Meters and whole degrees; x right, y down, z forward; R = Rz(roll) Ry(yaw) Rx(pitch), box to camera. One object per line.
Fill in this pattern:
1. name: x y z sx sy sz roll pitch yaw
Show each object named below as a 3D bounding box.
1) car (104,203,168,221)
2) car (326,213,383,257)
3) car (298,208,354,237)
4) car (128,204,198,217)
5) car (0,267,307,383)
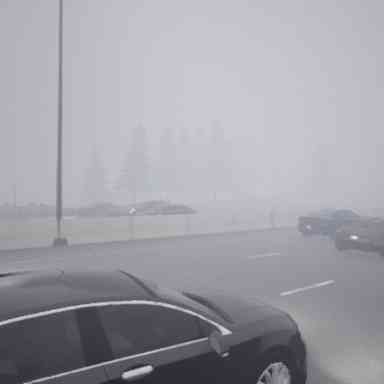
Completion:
1. car: -5.037 1.717 30.369 5.357 1.411 2.033 1 0 -35
2. car: 7.666 1.683 13.513 4.181 1.385 1.994 1 0 -35
3. car: 7.797 1.620 17.904 5.008 1.535 1.882 1 0 -35
4. car: -1.813 1.613 24.081 4.892 1.490 1.837 1 -1 -35
5. car: -0.938 1.510 3.076 4.892 1.490 1.837 1 -1 -35
